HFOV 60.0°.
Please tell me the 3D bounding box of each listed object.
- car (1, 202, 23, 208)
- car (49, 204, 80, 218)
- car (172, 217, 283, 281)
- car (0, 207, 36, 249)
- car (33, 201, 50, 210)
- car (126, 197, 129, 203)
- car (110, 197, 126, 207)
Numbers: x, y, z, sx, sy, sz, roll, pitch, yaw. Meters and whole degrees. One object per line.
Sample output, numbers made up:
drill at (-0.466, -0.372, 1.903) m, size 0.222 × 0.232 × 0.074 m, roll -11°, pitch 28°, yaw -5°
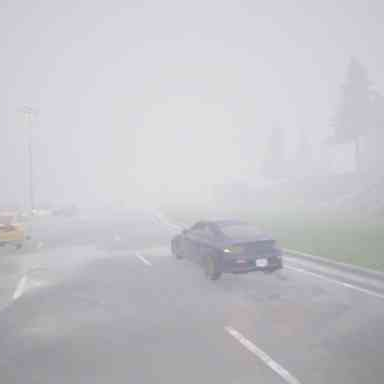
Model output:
car at (-27.136, 2.242, 50.291) m, size 2.128 × 1.511 × 4.902 m, roll -2°, pitch 0°, yaw -8°
car at (-13.100, 1.936, 34.989) m, size 1.895 × 1.301 × 4.718 m, roll -2°, pitch 0°, yaw -9°
car at (0.812, 1.474, 9.799) m, size 1.812 × 1.442 × 4.674 m, roll -2°, pitch 0°, yaw -20°
car at (-8.736, 1.720, 15.497) m, size 1.882 × 1.535 × 5.008 m, roll -2°, pitch 0°, yaw -19°
car at (-24.028, 2.206, 53.427) m, size 1.994 × 1.385 × 4.181 m, roll -2°, pitch 0°, yaw -8°
car at (-16.259, 1.849, 80.259) m, size 1.812 × 1.442 × 4.674 m, roll -2°, pitch 0°, yaw -8°
car at (-12.800, 1.797, 57.025) m, size 1.812 × 1.442 × 4.674 m, roll -2°, pitch 0°, yaw -8°
